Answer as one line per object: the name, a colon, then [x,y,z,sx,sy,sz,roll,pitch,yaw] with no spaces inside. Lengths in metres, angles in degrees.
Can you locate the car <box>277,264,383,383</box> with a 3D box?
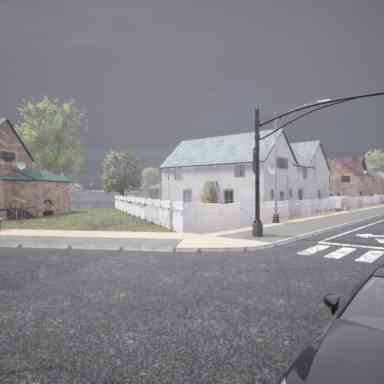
car: [2.561,1.524,3.463,1.812,1.442,4.674,0,0,42]
